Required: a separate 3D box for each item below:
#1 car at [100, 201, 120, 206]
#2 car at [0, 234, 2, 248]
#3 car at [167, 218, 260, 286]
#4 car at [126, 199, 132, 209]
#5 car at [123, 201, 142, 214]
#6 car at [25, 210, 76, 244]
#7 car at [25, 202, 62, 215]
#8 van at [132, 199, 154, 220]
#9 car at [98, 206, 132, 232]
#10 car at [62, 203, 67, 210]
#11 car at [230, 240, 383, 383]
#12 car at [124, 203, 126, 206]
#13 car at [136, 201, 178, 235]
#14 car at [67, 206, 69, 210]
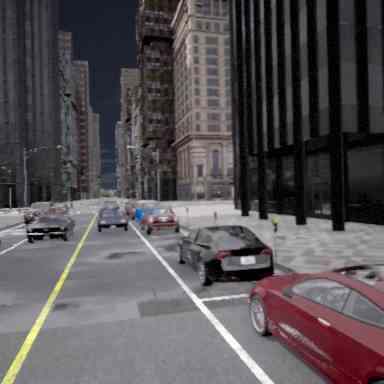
[{"bbox_3d":[-9.128,1.773,37.133,2.097,1.767,4.553,-1,0,-14],"label":"car"},{"bbox_3d":[-8.905,1.738,12.781,1.967,1.590,4.097,-2,0,-14],"label":"car"},{"bbox_3d":[0.745,1.592,9.477,1.947,1.339,4.313,-2,0,-14],"label":"car"},{"bbox_3d":[-4.825,1.718,31.180,1.967,1.590,4.097,-2,0,-14],"label":"car"},{"bbox_3d":[-7.604,1.955,42.032,2.008,1.369,4.403,-2,0,-14],"label":"car"},{"bbox_3d":[-7.443,1.884,17.882,1.895,1.301,4.718,-1,0,-14],"label":"car"},{"bbox_3d":[-13.083,1.802,29.061,2.192,1.841,5.009,-2,0,-14],"label":"car"},{"bbox_3d":[-3.436,1.556,25.756,1.690,1.788,3.998,-2,0,-14],"label":"van"},{"bbox_3d":[-5.327,1.850,22.363,1.895,1.301,4.718,-1,0,-14],"label":"car"},{"bbox_3d":[-14.426,2.073,34.321,1.752,1.417,4.829,-2,0,-14],"label":"car"},{"bbox_3d":[2.137,1.545,4.051,1.802,1.307,4.206,-2,0,-14],"label":"car"},{"bbox_3d":[-6.220,1.656,36.608,2.192,1.841,5.009,-2,0,-14],"label":"car"},{"bbox_3d":[-2.042,1.592,20.329,1.967,1.590,4.097,-2,0,-14],"label":"car"},{"bbox_3d":[-15.862,2.053,39.912,1.967,1.590,4.097,-2,0,-14],"label":"car"}]
